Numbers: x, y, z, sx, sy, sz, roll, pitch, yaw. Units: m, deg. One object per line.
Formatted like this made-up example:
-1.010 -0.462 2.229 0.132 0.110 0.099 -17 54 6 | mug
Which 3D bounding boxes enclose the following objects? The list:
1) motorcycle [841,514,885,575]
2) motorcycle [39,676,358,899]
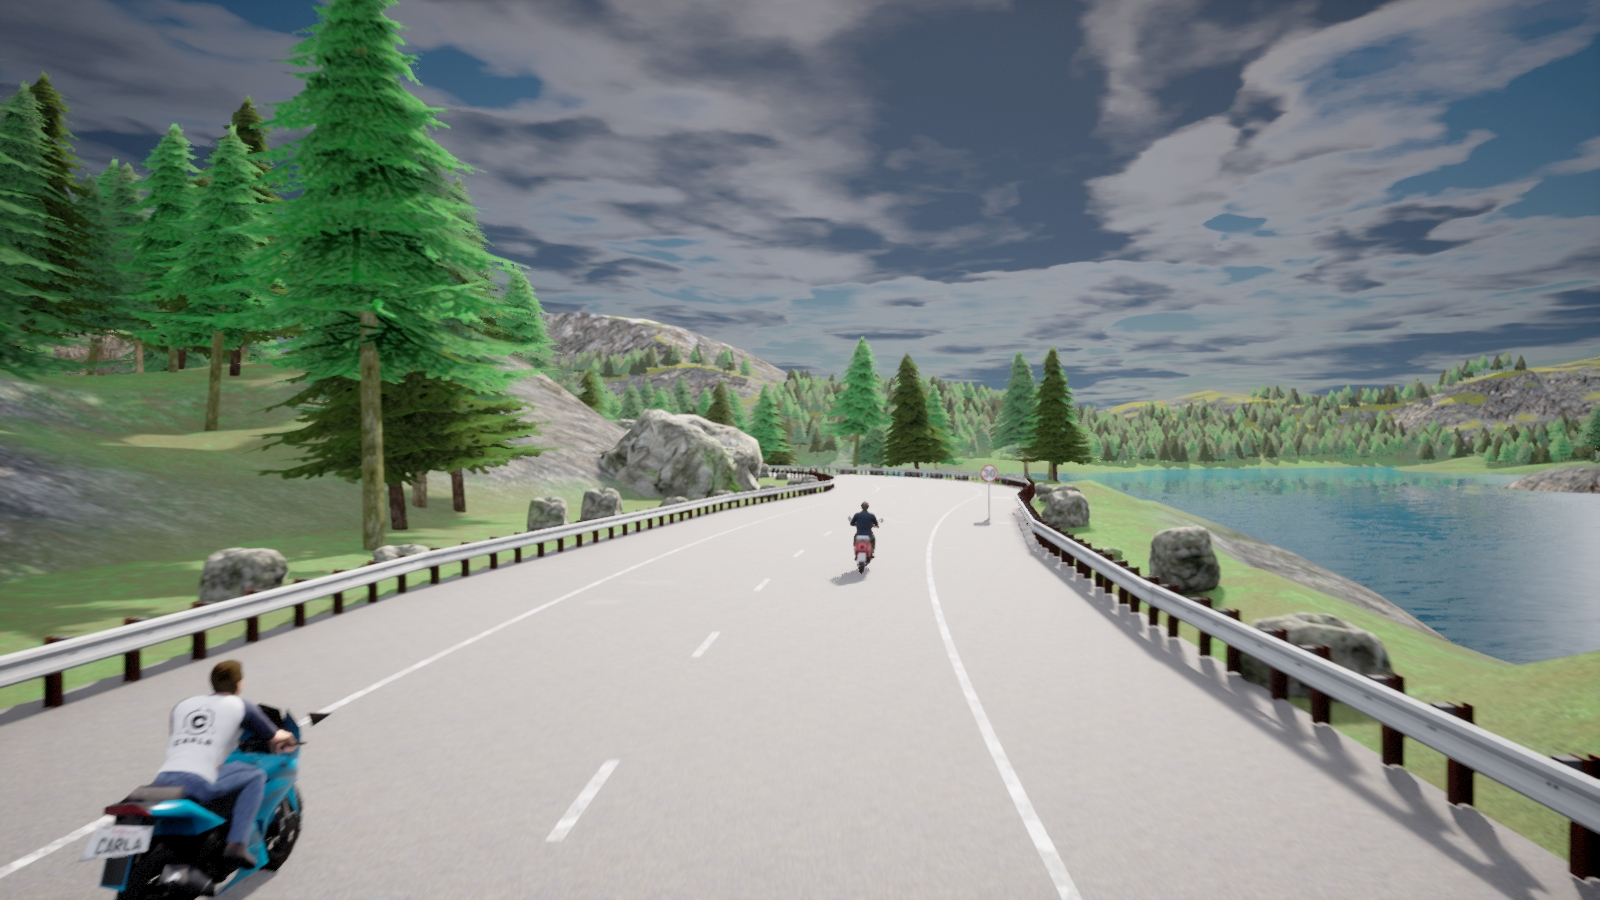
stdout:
1.485 2.182 26.619 0.856 1.236 1.805 1 0 7 | motorcycle
-3.494 2.176 6.902 0.803 1.217 2.033 0 0 2 | motorcycle
